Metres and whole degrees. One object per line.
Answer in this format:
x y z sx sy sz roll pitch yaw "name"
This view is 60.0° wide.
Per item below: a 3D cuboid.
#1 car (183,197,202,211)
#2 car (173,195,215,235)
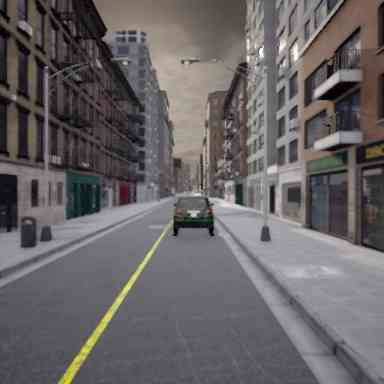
0.082 1.405 40.447 2.128 1.511 4.902 0 0 0 "car"
0.089 1.189 18.867 2.150 2.045 5.566 0 0 0 "car"
